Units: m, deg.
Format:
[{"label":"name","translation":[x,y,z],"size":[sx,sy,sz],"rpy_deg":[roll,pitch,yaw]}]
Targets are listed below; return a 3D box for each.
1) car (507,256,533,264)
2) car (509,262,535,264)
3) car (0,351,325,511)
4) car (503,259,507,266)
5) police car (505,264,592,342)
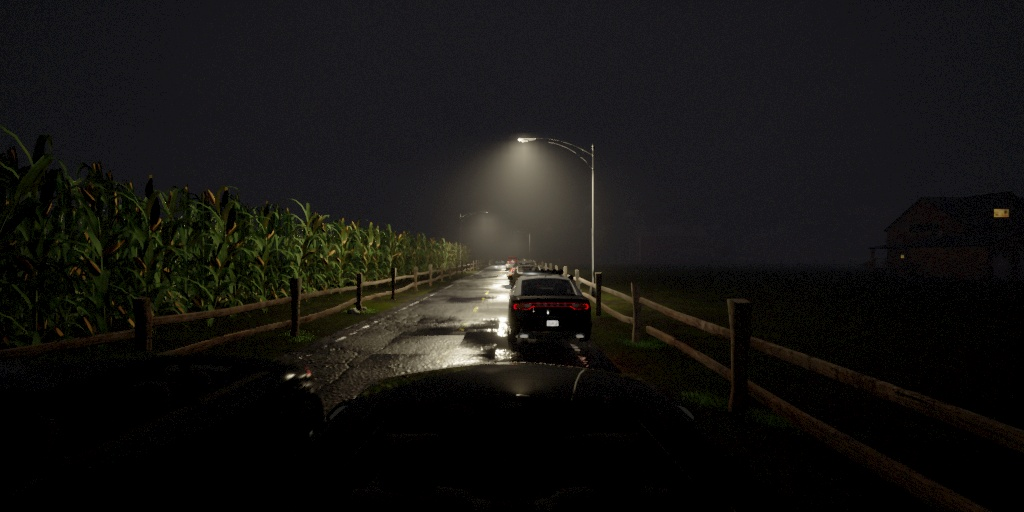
[{"label":"car","translation":[0.865,1.101,25.801],"size":[2.097,1.767,4.553],"rpy_deg":[0,0,0]},{"label":"car","translation":[0.855,1.255,19.830],"size":[1.837,1.490,4.892],"rpy_deg":[0,0,0]},{"label":"car","translation":[-2.851,1.314,1.847],"size":[1.994,1.385,4.181],"rpy_deg":[0,0,0]},{"label":"car","translation":[0.125,1.373,48.134],"size":[1.895,1.301,4.718],"rpy_deg":[0,0,1]},{"label":"police car","translation":[0.837,1.175,9.940],"size":[1.930,1.638,5.238],"rpy_deg":[0,0,0]}]
